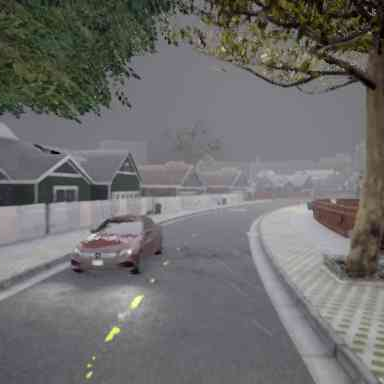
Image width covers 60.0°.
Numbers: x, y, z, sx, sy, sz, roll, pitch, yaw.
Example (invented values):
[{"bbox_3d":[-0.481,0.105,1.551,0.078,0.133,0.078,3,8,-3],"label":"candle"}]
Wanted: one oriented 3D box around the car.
[{"bbox_3d":[-2.086,1.490,10.576,1.812,1.442,4.674,0,0,6],"label":"car"}]
